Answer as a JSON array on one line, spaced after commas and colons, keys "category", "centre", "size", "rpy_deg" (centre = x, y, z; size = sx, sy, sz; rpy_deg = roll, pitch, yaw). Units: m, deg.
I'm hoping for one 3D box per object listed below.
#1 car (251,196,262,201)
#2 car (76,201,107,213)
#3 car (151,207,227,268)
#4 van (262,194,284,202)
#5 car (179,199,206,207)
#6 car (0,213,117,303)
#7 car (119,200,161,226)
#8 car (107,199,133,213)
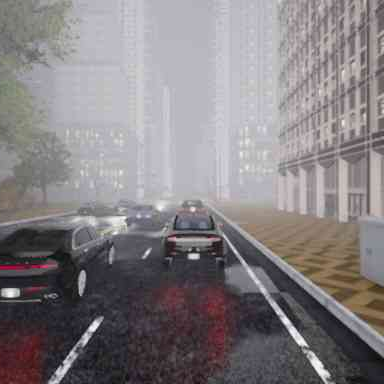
[{"category": "car", "centre": [17.063, 1.607, 82.404], "size": [4.829, 1.417, 1.752], "rpy_deg": [0, 0, 2]}, {"category": "car", "centre": [-9.864, 1.562, 33.053], "size": [1.895, 1.301, 4.718], "rpy_deg": [0, 0, 0]}, {"category": "car", "centre": [0.064, 1.465, 11.105], "size": [2.128, 1.511, 4.902], "rpy_deg": [0, 0, 0]}, {"category": "van", "centre": [18.336, 1.411, 74.233], "size": [3.998, 1.788, 1.690], "rpy_deg": [0, 0, 2]}, {"category": "car", "centre": [0.058, 1.311, 26.122], "size": [2.097, 1.767, 4.553], "rpy_deg": [0, 0, 0]}, {"category": "car", "centre": [-3.178, 1.485, 8.147], "size": [1.837, 1.490, 4.892], "rpy_deg": [0, 0, -1]}, {"category": "car", "centre": [-3.215, 1.508, 22.690], "size": [2.033, 1.411, 5.357], "rpy_deg": [0, 0, 1]}, {"category": "car", "centre": [-6.619, 1.451, 33.258], "size": [2.128, 1.511, 4.902], "rpy_deg": [0, 0, -1]}]
